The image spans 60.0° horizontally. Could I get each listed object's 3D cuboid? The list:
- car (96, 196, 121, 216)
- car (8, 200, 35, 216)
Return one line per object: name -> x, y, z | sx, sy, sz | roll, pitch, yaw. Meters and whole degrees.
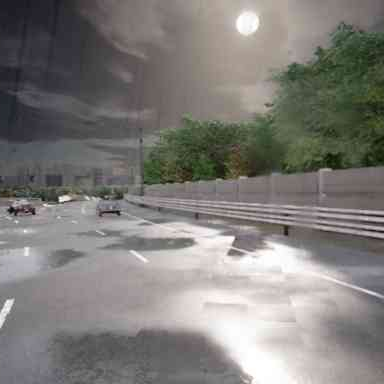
car -> -7.679, 1.396, 30.325 | 2.033, 1.411, 5.357 | -1, 1, -20
car -> -17.152, 1.545, 33.519 | 1.812, 1.442, 4.674 | -2, 1, -37
